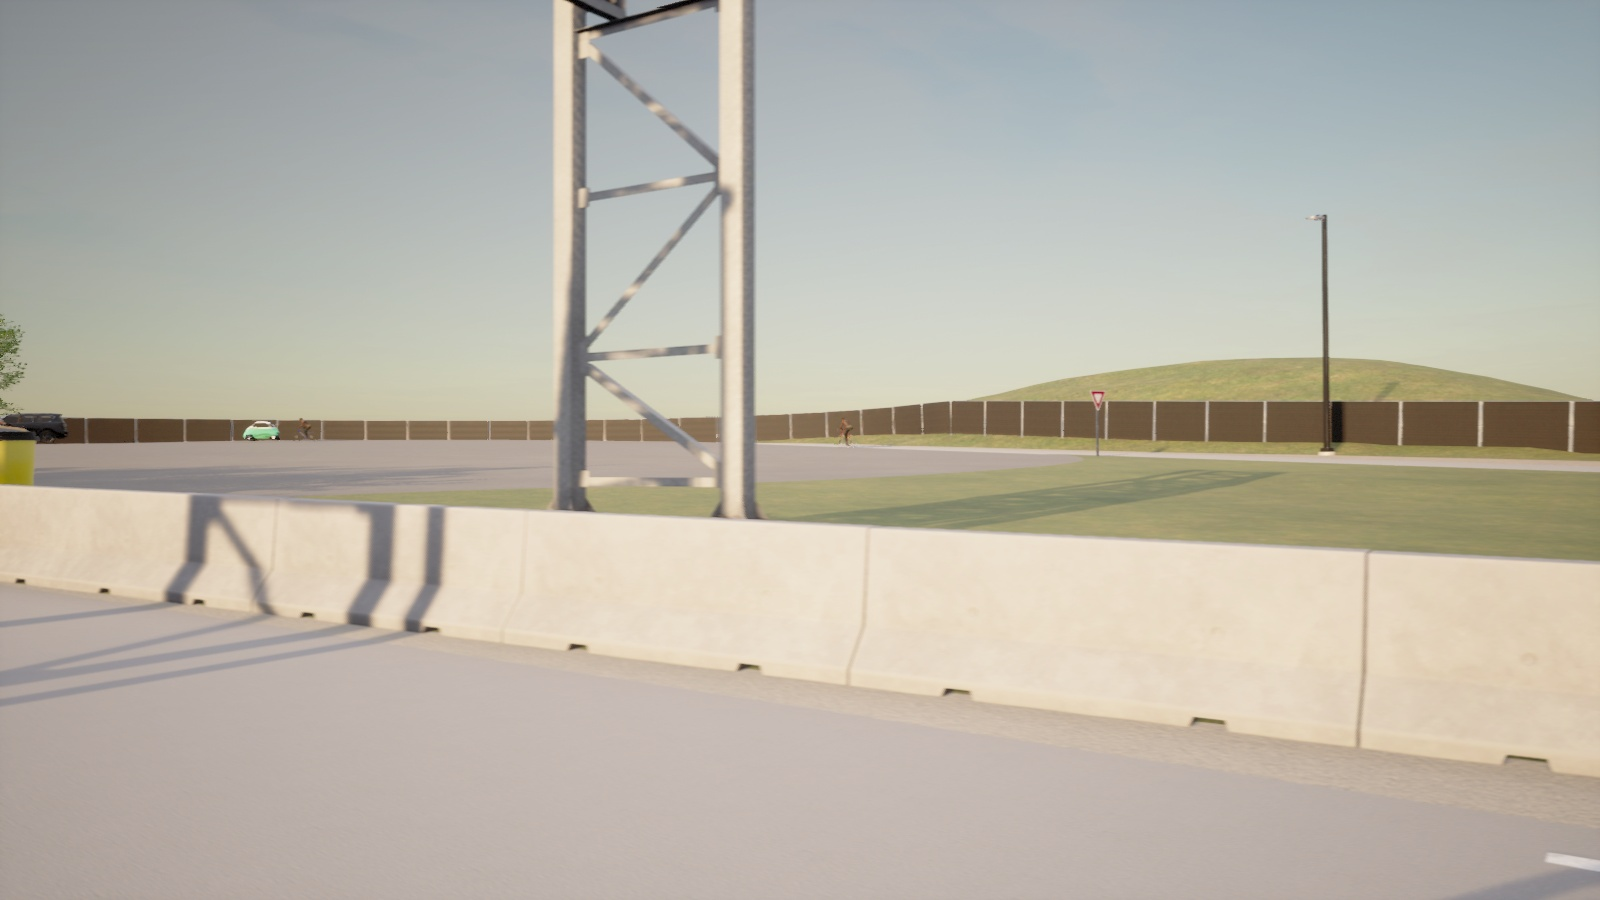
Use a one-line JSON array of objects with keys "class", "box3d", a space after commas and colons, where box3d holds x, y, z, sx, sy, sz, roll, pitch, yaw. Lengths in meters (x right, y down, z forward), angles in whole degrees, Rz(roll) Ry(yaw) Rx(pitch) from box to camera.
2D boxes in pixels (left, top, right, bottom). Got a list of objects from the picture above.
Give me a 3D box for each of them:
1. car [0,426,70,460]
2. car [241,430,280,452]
[{"class": "car", "box3d": [-50.120, -0.424, 80.470, 5.566, 2.045, 2.150, -3, 0, -35]}, {"class": "car", "box3d": [-37.173, -0.619, 86.623, 2.207, 1.376, 1.481, -2, 0, -14]}]
